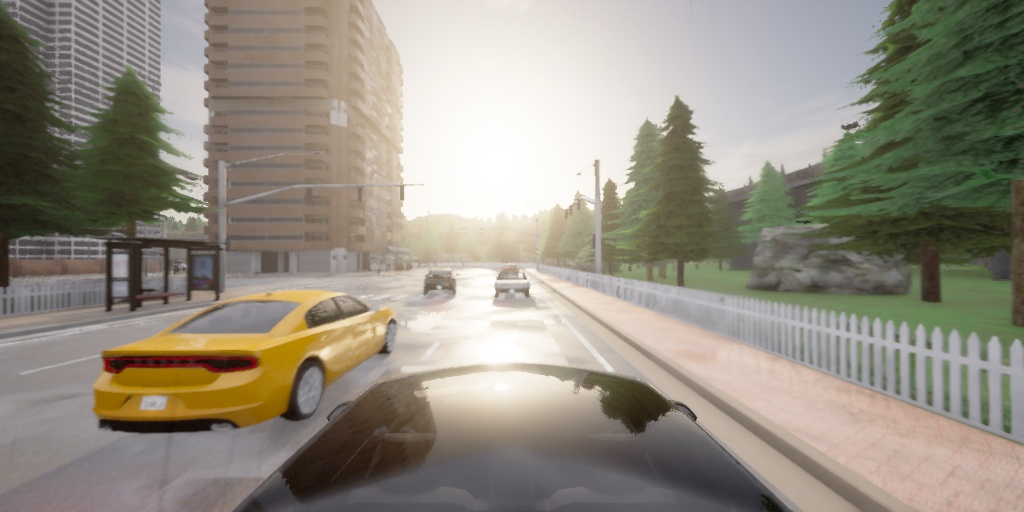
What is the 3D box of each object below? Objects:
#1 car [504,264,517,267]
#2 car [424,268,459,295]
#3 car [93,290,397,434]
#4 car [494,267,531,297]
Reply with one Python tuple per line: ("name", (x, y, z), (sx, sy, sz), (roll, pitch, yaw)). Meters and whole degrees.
("car", (-0.184, 1.595, 40.162), (1.837, 1.490, 4.892), (-1, 0, 0))
("car", (-4.316, 1.467, 21.930), (1.837, 1.490, 4.892), (0, 0, -9))
("car", (-3.463, 1.290, 5.945), (1.882, 1.535, 5.008), (0, -1, 0))
("car", (-0.012, 1.513, 20.288), (1.895, 1.301, 4.718), (0, 0, -1))
